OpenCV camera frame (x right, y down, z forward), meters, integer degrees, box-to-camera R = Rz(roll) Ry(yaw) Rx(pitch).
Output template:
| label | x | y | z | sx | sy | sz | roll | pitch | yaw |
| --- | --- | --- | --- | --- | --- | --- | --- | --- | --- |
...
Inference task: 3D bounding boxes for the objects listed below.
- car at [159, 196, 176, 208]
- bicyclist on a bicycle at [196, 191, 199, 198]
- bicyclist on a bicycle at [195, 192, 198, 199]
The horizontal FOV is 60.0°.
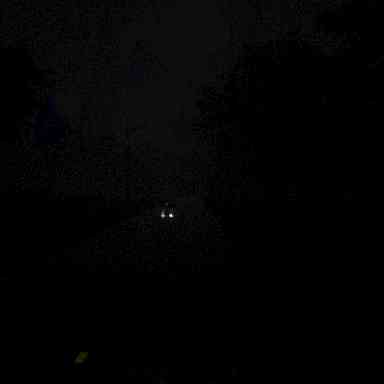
| label | x | y | z | sx | sy | sz | roll | pitch | yaw |
| --- | --- | --- | --- | --- | --- | --- | --- | --- | --- |
| car | -3.086 | 1.230 | 42.899 | 2.128 | 1.511 | 4.902 | 0 | 1 | 0 |
| bicyclist on a bicycle | 1.493 | 0.676 | 88.927 | 0.866 | 1.612 | 1.509 | 0 | 0 | 4 |
| bicyclist on a bicycle | 0.907 | 0.776 | 79.553 | 0.582 | 1.620 | 1.656 | -6 | 0 | 2 |
